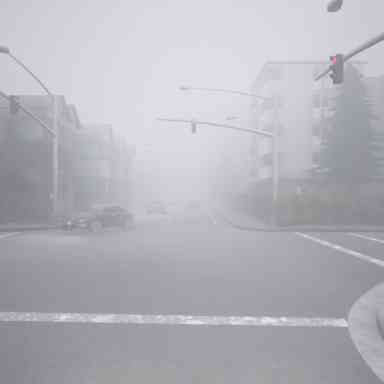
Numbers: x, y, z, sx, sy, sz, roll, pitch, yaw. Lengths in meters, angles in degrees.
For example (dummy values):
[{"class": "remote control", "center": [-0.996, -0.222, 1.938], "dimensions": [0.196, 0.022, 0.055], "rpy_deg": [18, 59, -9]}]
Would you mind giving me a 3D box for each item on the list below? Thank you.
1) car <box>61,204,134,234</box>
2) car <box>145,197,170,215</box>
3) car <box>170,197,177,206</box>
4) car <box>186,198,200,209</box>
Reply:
[{"class": "car", "center": [-5.092, 1.432, 18.613], "dimensions": [1.837, 1.490, 4.892], "rpy_deg": [2, -2, 23]}, {"class": "car", "center": [-3.592, 1.504, 34.090], "dimensions": [1.837, 1.490, 4.892], "rpy_deg": [0, 0, 0]}, {"class": "car", "center": [-3.492, 1.499, 53.220], "dimensions": [2.128, 1.511, 4.902], "rpy_deg": [0, 0, 0]}, {"class": "car", "center": [0.104, 1.524, 45.561], "dimensions": [1.812, 1.442, 4.674], "rpy_deg": [0, 0, 0]}]
